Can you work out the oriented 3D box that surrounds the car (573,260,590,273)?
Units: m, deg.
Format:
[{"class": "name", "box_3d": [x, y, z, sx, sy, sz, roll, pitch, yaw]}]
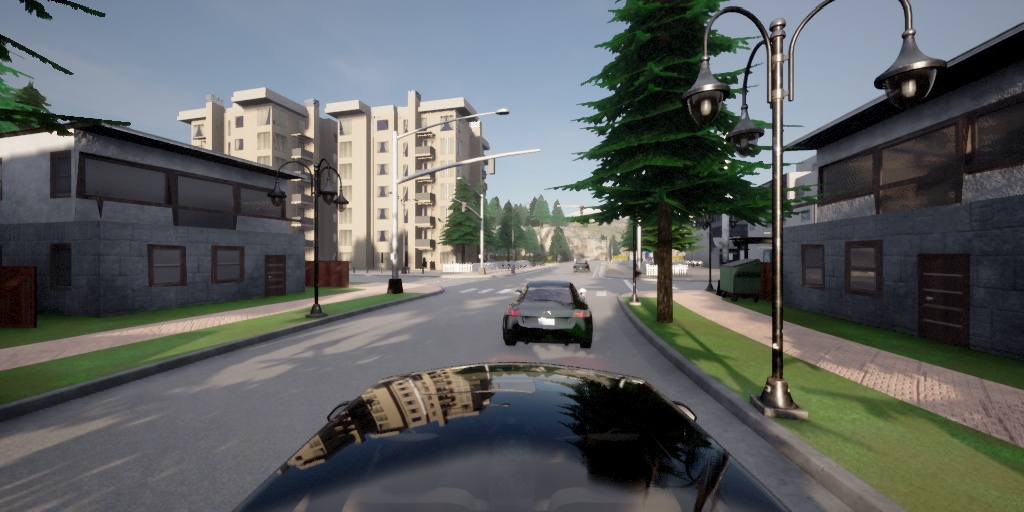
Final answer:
[{"class": "car", "box_3d": [8.733, 1.276, 44.861, 2.128, 1.511, 4.902, 0, 0, 14]}]

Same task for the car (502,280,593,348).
[{"class": "car", "box_3d": [0.994, 1.314, 9.313, 1.994, 1.385, 4.181, 0, 0, 8]}]
